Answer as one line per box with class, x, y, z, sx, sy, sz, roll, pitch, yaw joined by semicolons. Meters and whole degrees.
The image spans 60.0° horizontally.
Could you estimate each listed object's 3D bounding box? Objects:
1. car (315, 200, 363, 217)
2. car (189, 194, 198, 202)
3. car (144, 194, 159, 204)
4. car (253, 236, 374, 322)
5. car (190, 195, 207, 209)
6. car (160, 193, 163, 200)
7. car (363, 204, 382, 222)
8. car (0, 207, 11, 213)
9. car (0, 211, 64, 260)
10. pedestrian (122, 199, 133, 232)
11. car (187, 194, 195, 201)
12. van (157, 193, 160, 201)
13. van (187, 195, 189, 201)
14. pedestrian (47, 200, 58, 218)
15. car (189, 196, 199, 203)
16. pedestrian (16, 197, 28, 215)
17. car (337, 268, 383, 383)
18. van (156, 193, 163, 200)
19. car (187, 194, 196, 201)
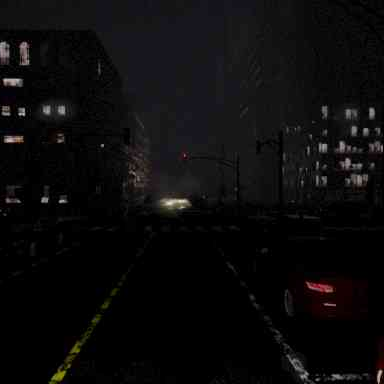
car;14.068;1.543;31.099;4.892;1.490;1.837;0;1;-1
car;0.914;1.401;50.678;1.967;1.590;4.097;-1;0;-2
car;-7.815;1.510;61.643;1.947;1.339;4.313;-1;0;-2
car;2.456;1.579;6.996;1.802;1.307;4.206;-1;0;-2
car;1.110;1.513;45.036;1.887;1.381;4.507;-1;0;-2
car;-8.399;1.458;78.570;1.887;1.381;4.507;-1;0;-2
car;15.873;1.690;25.220;4.403;1.369;2.008;0;1;-1
car;-17.471;1.543;27.236;4.718;1.301;1.895;0;1;-2
car;-6.111;1.546;12.248;2.008;1.369;4.403;-1;0;-2
pedestrian;-3.665;1.286;18.602;0.375;1.860;0.375;-1;1;-2
car;-0.248;1.341;84.533;1.967;1.590;4.097;-1;0;-2
van;-8.013;1.276;67.285;1.690;1.788;3.998;-1;0;-2
van;0.524;1.285;61.963;1.690;1.788;3.998;-1;0;-2
pedestrian;-7.942;1.286;19.053;0.375;1.860;0.375;-1;1;-2
car;0.331;1.479;67.606;1.887;1.381;4.507;-1;0;-2
pedestrian;-9.022;1.134;17.812;0.375;1.860;0.375;-1;1;-2
car;2.648;1.544;1.418;1.887;1.381;4.507;-1;0;-2
van;-8.791;1.229;89.857;1.690;1.788;3.998;-1;0;-2
car;-0.059;1.353;78.890;1.967;1.590;4.097;-1;0;-2
